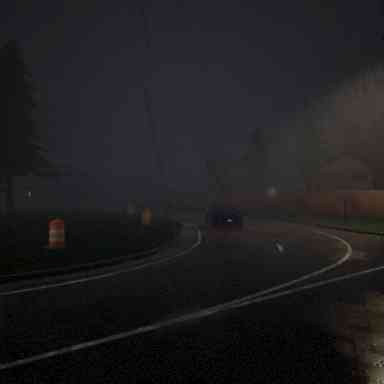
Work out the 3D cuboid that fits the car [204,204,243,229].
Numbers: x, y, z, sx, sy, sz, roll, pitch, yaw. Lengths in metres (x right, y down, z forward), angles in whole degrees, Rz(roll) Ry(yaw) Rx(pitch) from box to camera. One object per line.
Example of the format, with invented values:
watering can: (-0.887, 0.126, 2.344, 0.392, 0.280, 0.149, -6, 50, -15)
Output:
car: (2.018, 1.556, 22.184, 1.882, 1.535, 5.008, 1, 0, -5)
